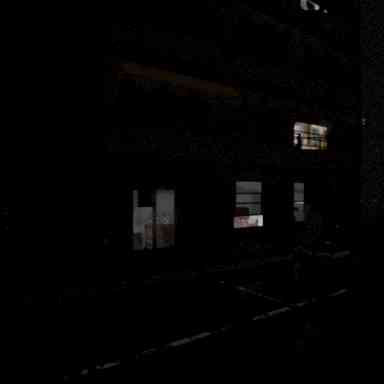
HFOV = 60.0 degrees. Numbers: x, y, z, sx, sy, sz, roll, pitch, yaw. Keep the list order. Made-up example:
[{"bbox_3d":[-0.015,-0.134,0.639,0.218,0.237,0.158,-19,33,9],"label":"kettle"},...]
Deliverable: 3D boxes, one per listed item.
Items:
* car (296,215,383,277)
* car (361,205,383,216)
[{"bbox_3d":[5.013,1.588,10.209,4.206,1.307,1.802,0,0,-36],"label":"car"},{"bbox_3d":[16.791,1.909,32.071,1.895,1.301,4.718,0,-1,-36],"label":"car"}]
